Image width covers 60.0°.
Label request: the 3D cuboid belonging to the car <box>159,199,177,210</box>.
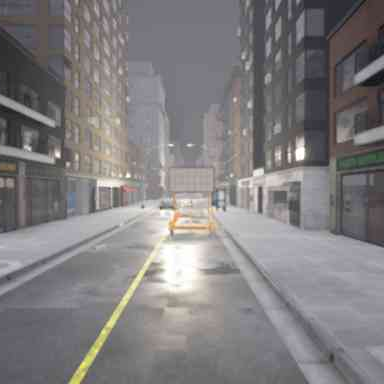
[{"bbox_3d":[-2.858,1.480,40.236,1.994,1.385,4.181,0,0,0],"label":"car"}]

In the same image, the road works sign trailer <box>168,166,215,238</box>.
[{"bbox_3d":[-0.009,0.432,17.276,2.380,3.560,2.880,0,0,0],"label":"road works sign trailer"}]
